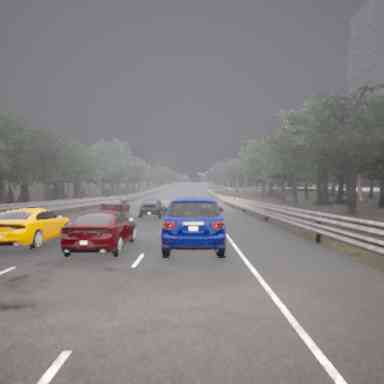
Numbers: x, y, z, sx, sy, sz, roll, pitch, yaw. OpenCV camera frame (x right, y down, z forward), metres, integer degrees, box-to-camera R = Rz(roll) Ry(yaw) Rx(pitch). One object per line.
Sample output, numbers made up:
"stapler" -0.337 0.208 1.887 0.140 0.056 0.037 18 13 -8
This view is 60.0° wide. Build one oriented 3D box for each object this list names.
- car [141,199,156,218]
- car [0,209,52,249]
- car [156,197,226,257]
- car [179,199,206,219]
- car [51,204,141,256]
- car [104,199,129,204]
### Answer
"car" -3.426 1.422 29.188 1.837 1.490 4.892 0 1 0
"car" -6.925 1.449 14.411 1.882 1.535 5.008 0 0 0
"car" 0.068 1.199 12.911 2.150 2.045 5.566 0 0 0
"car" 0.073 1.408 29.099 2.128 1.511 4.902 0 0 0
"car" -3.433 1.453 13.017 1.882 1.535 5.008 0 0 0
"car" -6.921 1.387 30.572 1.882 1.535 5.008 0 0 0
